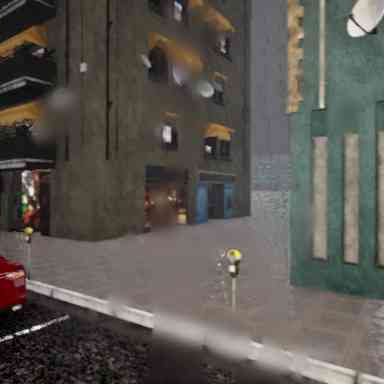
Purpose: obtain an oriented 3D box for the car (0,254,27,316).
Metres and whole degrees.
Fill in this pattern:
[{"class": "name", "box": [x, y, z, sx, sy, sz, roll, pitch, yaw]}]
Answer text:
[{"class": "car", "box": [-4.996, 1.572, 6.428, 4.507, 1.381, 1.887, 0, 0, 35]}]
